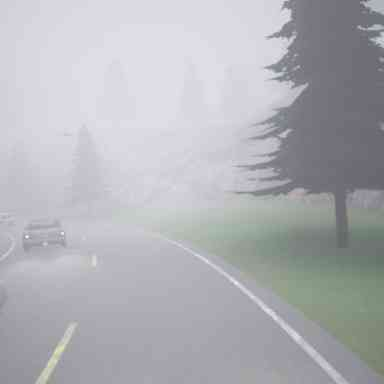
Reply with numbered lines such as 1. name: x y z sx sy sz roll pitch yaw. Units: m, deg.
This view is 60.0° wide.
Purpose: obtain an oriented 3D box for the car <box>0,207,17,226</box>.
1. car: -19.559 2.430 32.599 5.566 2.045 2.150 -3 0 34

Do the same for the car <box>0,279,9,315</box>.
1. car: -3.958 1.836 3.745 1.895 1.301 4.718 -3 0 -8

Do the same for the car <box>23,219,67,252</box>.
1. car: -7.409 2.050 16.772 1.895 1.301 4.718 -3 0 -24
